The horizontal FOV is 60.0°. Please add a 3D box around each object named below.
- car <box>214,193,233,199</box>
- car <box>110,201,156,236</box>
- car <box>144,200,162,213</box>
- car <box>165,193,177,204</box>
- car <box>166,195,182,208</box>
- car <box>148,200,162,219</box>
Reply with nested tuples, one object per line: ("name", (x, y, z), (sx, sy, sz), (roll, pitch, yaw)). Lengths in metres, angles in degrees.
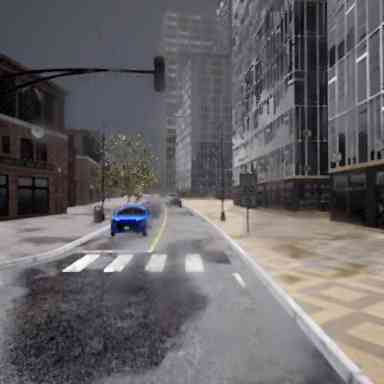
("car", (8.498, 1.207, 89.023), (5.009, 1.841, 2.192), (0, -1, 11))
("car", (-3.280, 1.481, 18.709), (1.882, 1.535, 5.008), (0, 0, -2))
("car", (-4.443, 1.605, 38.531), (1.895, 1.301, 4.718), (0, 0, -5))
("car", (-3.577, 1.227, 58.719), (2.150, 2.045, 5.566), (0, 0, -7))
("car", (-2.441, 1.511, 48.338), (1.837, 1.490, 4.892), (0, 0, -6))
("car", (-3.768, 1.568, 28.636), (1.994, 1.385, 4.181), (0, 0, -3))
